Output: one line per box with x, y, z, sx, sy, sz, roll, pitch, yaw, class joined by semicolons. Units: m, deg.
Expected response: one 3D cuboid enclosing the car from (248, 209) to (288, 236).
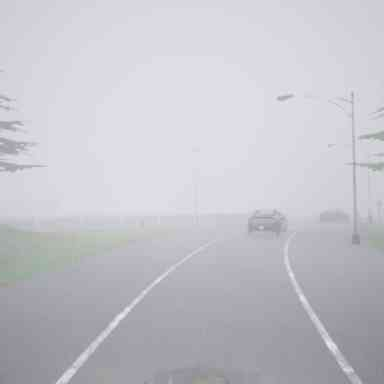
4.782;1.813;20.668;2.128;1.511;4.902;-1;-2;23;car

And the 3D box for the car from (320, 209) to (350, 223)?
16.160;2.699;37.579;1.882;1.535;5.008;-4;-5;44;car
